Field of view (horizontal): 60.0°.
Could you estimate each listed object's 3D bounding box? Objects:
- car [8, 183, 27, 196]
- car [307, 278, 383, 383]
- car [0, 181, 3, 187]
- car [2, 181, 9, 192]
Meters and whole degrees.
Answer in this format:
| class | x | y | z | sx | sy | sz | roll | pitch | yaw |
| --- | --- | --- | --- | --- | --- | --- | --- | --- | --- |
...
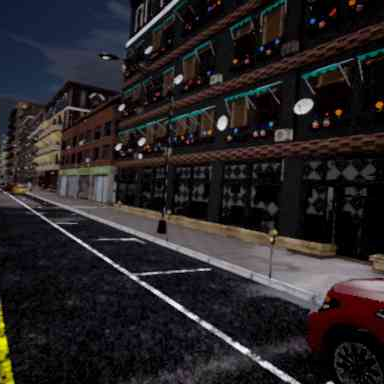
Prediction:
| class | x | y | z | sx | sy | sz | roll | pitch | yaw |
| --- | --- | --- | --- | --- | --- | --- | --- | --- | --- |
| car | -23.801 | -0.309 | 45.746 | 1.752 | 1.417 | 4.829 | 5 | 0 | -33 |
| car | 3.516 | 1.576 | 2.841 | 2.192 | 1.841 | 5.009 | 5 | 0 | -33 |
| car | -41.849 | -1.674 | 74.109 | 2.008 | 1.369 | 4.403 | 5 | 0 | -33 |
| car | -29.757 | -0.748 | 55.105 | 1.887 | 1.381 | 4.507 | 5 | 0 | -33 |
